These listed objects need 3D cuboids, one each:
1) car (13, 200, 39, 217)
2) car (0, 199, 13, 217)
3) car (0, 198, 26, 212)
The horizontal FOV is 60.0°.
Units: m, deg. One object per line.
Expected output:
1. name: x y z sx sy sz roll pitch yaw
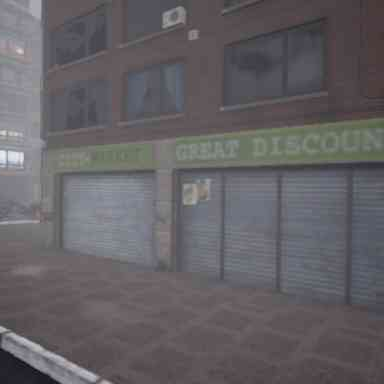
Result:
1. car: -12.351 1.403 28.463 1.887 1.381 4.507 0 -1 35
2. car: -16.914 1.325 26.634 1.994 1.385 4.181 1 0 35
3. car: -19.175 1.306 33.269 1.802 1.307 4.206 0 -1 35
